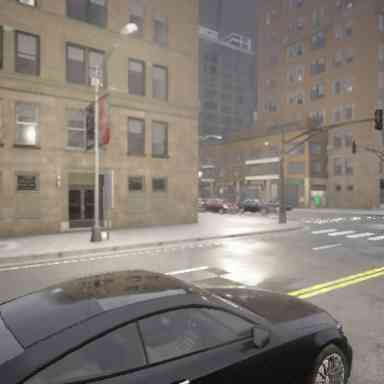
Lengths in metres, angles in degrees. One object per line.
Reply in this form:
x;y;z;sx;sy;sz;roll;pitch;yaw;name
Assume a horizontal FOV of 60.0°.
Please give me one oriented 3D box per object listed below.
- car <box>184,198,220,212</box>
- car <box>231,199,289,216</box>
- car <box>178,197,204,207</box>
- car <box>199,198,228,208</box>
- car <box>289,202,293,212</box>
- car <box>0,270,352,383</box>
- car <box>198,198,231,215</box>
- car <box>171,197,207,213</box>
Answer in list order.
1.071;1.466;39.571;1.812;1.442;4.674;0;0;-35;car
6.412;1.434;31.997;2.128;1.511;4.902;0;0;-35;car
-0.202;1.516;50.896;1.947;1.339;4.313;0;0;-35;car
2.975;1.532;46.393;1.802;1.307;4.206;0;0;-35;car
9.328;1.517;37.385;1.947;1.339;4.313;0;0;-35;car
-0.396;1.523;3.160;4.674;1.442;1.812;0;0;-36;car
2.770;1.378;32.761;1.967;1.590;4.097;0;0;-35;car
-0.406;1.376;37.264;1.967;1.590;4.097;0;0;-35;car
